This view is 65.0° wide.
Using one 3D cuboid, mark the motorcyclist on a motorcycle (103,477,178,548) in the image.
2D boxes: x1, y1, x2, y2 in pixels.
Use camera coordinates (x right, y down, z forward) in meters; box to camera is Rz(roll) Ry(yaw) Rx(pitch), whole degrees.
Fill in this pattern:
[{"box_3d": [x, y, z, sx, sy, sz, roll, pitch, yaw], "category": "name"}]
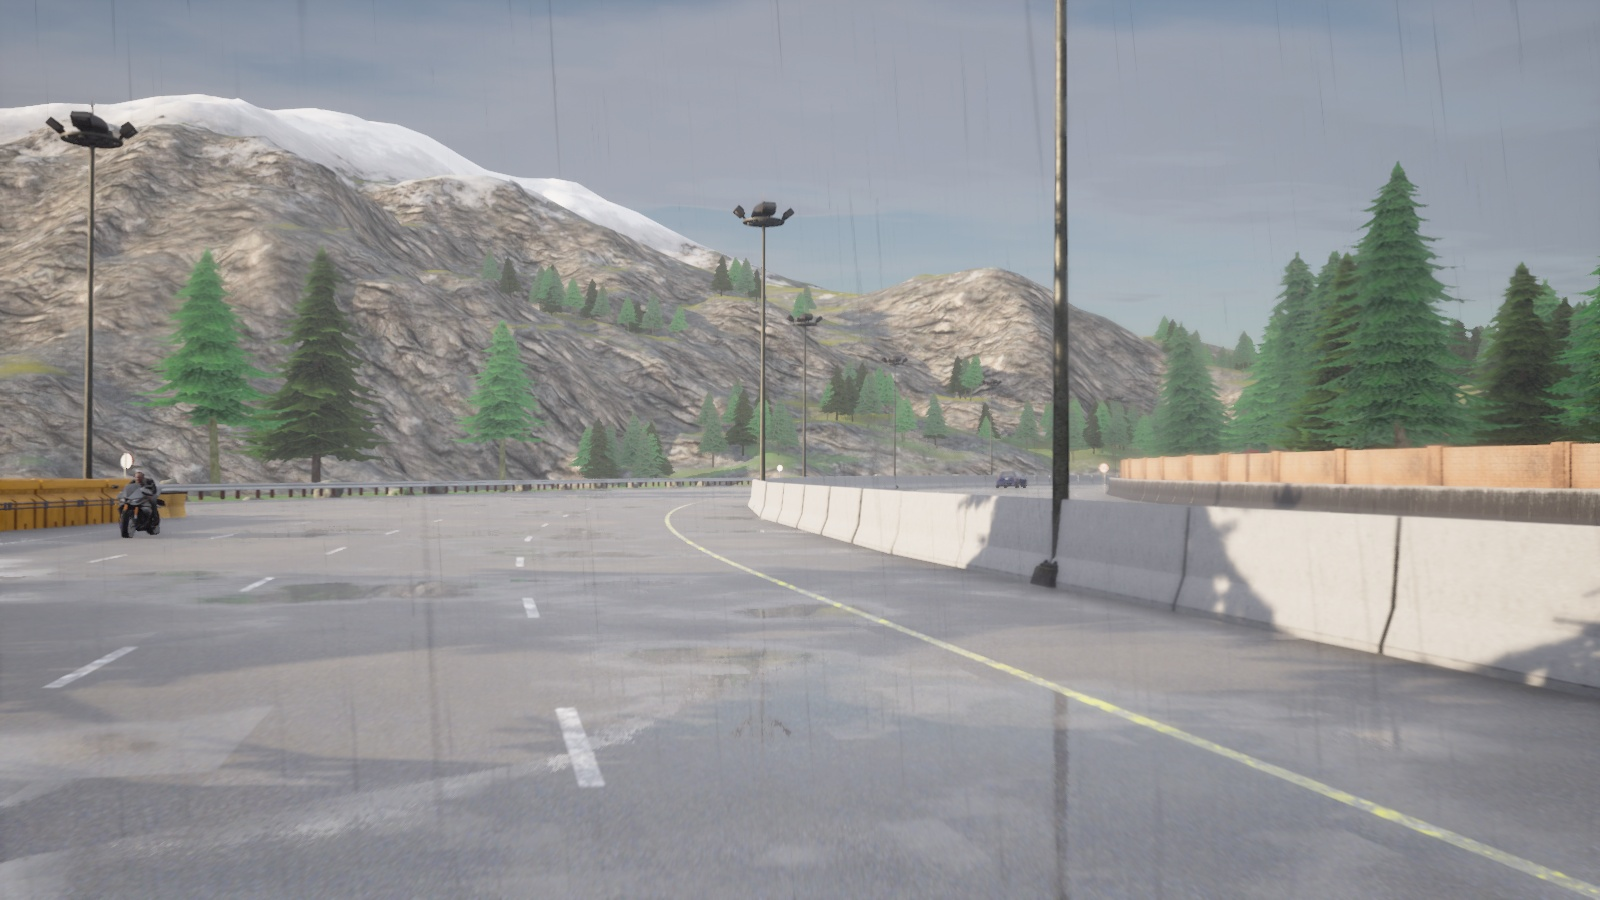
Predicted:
[{"box_3d": [-15.016, 1.391, 28.657, 0.866, 1.530, 2.191, 0, -1, -9], "category": "motorcyclist on a motorcycle"}]
